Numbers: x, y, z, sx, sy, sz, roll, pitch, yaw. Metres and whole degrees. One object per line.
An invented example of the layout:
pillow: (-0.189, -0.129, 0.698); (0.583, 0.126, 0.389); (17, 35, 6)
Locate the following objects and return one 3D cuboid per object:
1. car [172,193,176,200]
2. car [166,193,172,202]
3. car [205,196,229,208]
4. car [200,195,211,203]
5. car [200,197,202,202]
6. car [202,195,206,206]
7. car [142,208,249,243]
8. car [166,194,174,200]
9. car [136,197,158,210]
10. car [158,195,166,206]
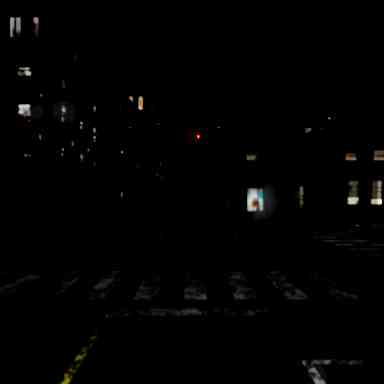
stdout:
car: (-5.664, 1.278, 79.935); (1.967, 1.590, 4.097); (0, 0, 0)
car: (-5.667, 1.378, 68.373); (1.752, 1.417, 4.829); (0, 0, 0)
car: (2.698, 1.351, 34.371); (1.967, 1.590, 4.097); (0, 0, 0)
car: (2.714, 1.403, 68.552); (2.008, 1.369, 4.403); (-1, 0, 0)
car: (2.706, 1.430, 51.462); (2.008, 1.369, 4.403); (0, 0, 0)
car: (2.704, 1.472, 45.765); (1.802, 1.307, 4.206); (0, 0, 0)
car: (0.168, 1.576, 15.249); (4.718, 1.301, 1.895); (0, 1, 0)
car: (-5.660, 1.358, 85.462); (1.752, 1.417, 4.829); (-1, 0, 0)
car: (-5.679, 1.450, 40.060); (2.008, 1.369, 4.403); (0, 0, 0)
car: (-5.674, 1.430, 51.453); (2.008, 1.369, 4.403); (0, 0, 0)
